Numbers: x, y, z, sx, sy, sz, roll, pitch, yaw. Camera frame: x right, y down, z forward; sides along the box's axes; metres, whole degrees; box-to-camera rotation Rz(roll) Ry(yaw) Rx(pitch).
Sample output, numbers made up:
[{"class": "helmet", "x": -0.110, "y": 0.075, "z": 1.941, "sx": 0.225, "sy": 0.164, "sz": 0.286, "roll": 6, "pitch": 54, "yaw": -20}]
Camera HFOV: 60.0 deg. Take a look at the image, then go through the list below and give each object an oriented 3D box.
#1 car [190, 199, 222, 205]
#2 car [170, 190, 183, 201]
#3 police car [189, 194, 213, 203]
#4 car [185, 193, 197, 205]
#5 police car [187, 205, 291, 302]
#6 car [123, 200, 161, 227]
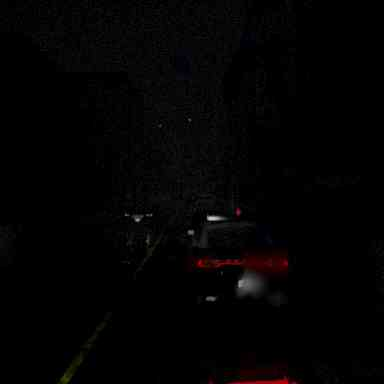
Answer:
[{"class": "car", "x": 0.939, "y": 1.329, "z": 18.148, "sx": 1.837, "sy": 1.490, "sz": 4.892, "roll": 0, "pitch": 1, "yaw": 0}, {"class": "car", "x": -2.899, "y": 0.609, "z": 63.145, "sx": 2.150, "sy": 2.045, "sz": 5.566, "roll": 0, "pitch": 1, "yaw": 1}, {"class": "police car", "x": 0.951, "y": 1.191, "z": 24.257, "sx": 1.930, "sy": 1.638, "sz": 5.238, "roll": 0, "pitch": 1, "yaw": 0}, {"class": "car", "x": 0.140, "y": 0.889, "z": 47.920, "sx": 2.097, "sy": 1.767, "sz": 4.553, "roll": 0, "pitch": 1, "yaw": 1}, {"class": "police car", "x": 0.917, "y": 1.345, "z": 8.257, "sx": 1.930, "sy": 1.638, "sz": 5.238, "roll": 0, "pitch": 1, "yaw": 0}, {"class": "car", "x": -3.054, "y": 1.287, "z": 21.114, "sx": 2.128, "sy": 1.511, "sz": 4.902, "roll": 0, "pitch": 1, "yaw": 0}]
